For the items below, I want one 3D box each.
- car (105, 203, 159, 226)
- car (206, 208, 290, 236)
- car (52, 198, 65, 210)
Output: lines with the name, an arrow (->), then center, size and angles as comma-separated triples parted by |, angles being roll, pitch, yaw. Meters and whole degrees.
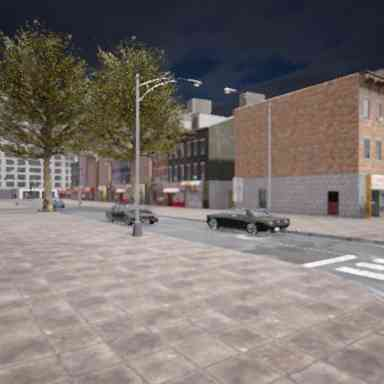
car -> -4.278, 1.466, 22.803 | 2.033, 1.411, 5.357 | 0, 0, -35
car -> 2.857, 1.533, 18.173 | 1.895, 1.301, 4.718 | 0, 0, -38
car -> -17.154, 1.429, 41.336 | 1.812, 1.442, 4.674 | 0, 0, -35
